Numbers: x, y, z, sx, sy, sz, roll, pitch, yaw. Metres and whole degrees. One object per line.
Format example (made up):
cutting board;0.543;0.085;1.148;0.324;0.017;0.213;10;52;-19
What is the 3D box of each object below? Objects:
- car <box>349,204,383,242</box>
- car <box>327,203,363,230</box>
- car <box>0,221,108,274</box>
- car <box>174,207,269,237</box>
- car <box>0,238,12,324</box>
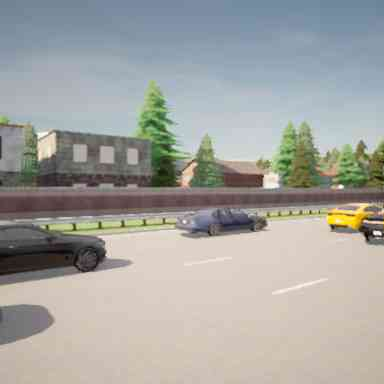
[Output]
car;9.412;1.427;14.754;4.902;1.511;2.128;0;0;-35
car;9.904;1.401;19.404;5.008;1.535;1.882;0;0;-35
car;-4.666;1.521;9.016;4.674;1.442;1.812;0;0;-35
car;1.683;1.502;17.841;5.357;1.411;2.033;0;0;-35
car;-4.970;1.571;4.500;4.181;1.385;1.994;0;0;-35
